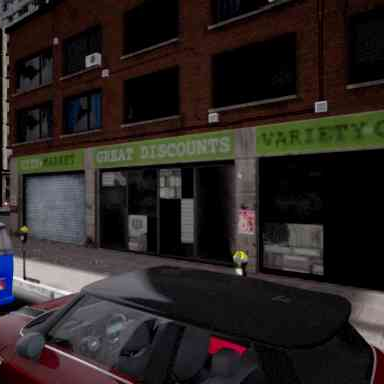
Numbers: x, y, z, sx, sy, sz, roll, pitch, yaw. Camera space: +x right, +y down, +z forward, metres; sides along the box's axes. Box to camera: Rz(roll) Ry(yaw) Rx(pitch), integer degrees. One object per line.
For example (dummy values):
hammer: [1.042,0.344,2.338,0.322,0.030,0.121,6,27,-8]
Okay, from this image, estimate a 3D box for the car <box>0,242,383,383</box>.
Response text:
car: [-0.419,1.440,3.026,4.097,1.590,1.967,0,0,36]

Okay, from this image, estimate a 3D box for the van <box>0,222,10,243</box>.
van: [-5.050,1.343,6.334,3.998,1.788,1.690,0,0,36]
